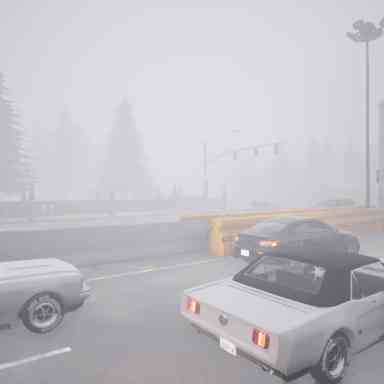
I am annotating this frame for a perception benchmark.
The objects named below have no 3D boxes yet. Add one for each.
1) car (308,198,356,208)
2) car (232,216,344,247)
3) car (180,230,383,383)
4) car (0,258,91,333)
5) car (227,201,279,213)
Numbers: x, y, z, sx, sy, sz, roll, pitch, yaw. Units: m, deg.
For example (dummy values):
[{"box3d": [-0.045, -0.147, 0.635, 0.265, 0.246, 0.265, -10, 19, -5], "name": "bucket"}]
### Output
[{"box3d": [9.985, 1.254, 23.754, 4.553, 1.767, 2.097, -1, 0, -35], "name": "car"}, {"box3d": [3.321, 1.473, 10.375, 4.674, 1.442, 1.812, -1, 0, -35], "name": "car"}, {"box3d": [2.253, 1.576, 5.335, 4.718, 1.301, 1.895, -1, 0, -35], "name": "car"}, {"box3d": [-4.100, 1.601, 5.121, 4.718, 1.301, 1.895, 0, 0, -35], "name": "car"}, {"box3d": [5.333, 1.455, 29.048, 4.718, 1.301, 1.895, 0, 0, -35], "name": "car"}]
